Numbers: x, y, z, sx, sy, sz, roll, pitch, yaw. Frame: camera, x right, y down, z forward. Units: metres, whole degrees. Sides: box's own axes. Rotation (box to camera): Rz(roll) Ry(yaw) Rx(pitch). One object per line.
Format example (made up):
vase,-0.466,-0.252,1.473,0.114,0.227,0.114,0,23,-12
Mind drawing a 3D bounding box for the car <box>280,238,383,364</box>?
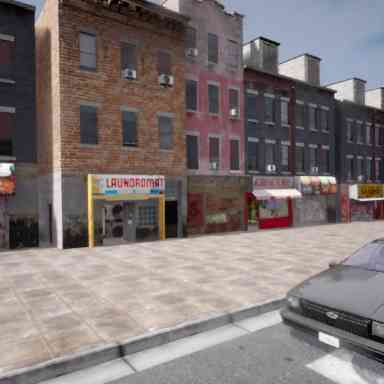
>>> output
car,3.958,1.550,5.909,5.357,1.411,2.033,0,0,-36
